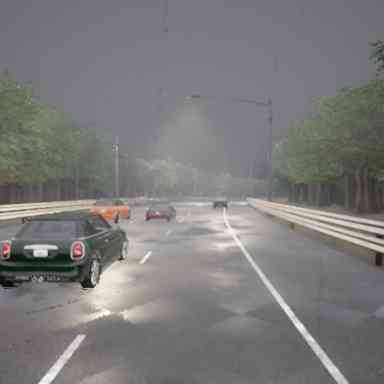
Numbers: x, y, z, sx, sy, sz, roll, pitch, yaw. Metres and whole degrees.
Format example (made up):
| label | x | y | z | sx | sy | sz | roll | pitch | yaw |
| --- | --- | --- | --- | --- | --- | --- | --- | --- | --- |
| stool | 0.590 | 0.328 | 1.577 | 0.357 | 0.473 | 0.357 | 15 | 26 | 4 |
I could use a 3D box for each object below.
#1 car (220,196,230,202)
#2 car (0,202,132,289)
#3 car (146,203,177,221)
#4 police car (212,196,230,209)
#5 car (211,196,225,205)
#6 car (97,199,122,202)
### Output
| label | x | y | z | sx | sy | sz | roll | pitch | yaw |
| --- | --- | --- | --- | --- | --- | --- | --- | --- | --- |
| car | 7.676 | 1.675 | 77.580 | 1.994 | 1.385 | 4.181 | 0 | -1 | 12 |
| car | -3.233 | 1.336 | 9.326 | 2.097 | 1.767 | 4.553 | 0 | 0 | 1 |
| car | -2.413 | 1.538 | 26.679 | 1.994 | 1.385 | 4.181 | 0 | 0 | 4 |
| police car | 3.825 | 1.405 | 44.600 | 1.930 | 1.638 | 5.238 | 0 | 0 | 7 |
| car | 4.968 | 1.542 | 62.701 | 2.128 | 1.511 | 4.902 | 0 | -1 | 10 |
| car | -6.026 | 1.326 | 25.111 | 2.097 | 1.767 | 4.553 | 0 | 0 | 4 |
